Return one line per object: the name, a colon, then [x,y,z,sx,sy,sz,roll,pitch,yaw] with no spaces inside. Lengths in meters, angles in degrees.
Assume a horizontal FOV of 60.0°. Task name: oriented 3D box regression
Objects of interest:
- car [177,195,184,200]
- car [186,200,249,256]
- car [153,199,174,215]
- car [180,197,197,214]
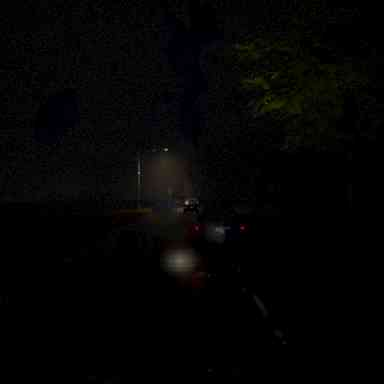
car: [-2.855,1.355,84.474,1.895,1.301,4.718,0,1,0]
car: [0.945,1.367,13.420,2.097,1.767,4.553,0,0,0]
car: [-2.889,1.493,34.416,1.882,1.535,5.008,0,0,0]
car: [0.001,1.562,35.930,2.033,1.411,5.357,0,0,0]
